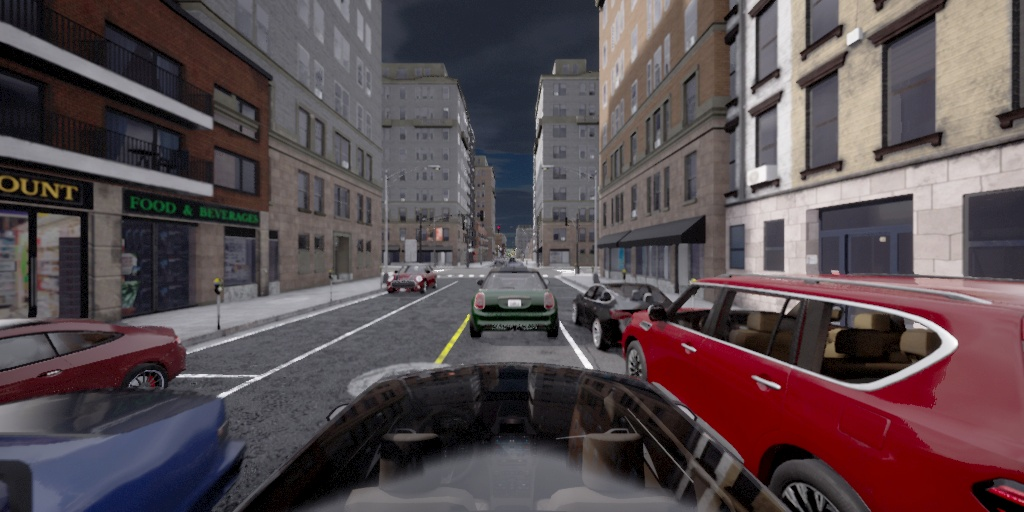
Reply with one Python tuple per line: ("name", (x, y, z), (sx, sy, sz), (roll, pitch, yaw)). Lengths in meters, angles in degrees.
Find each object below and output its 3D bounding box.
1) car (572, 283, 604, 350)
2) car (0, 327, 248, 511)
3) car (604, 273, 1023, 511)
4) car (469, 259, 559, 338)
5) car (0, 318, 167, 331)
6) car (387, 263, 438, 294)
("car", (2.638, 1.295, 8.780), (1.948, 1.339, 4.313), (0, 0, 0))
("car", (-2.851, 1.302, 0.209), (2.033, 1.411, 5.357), (0, 0, 0))
("car", (2.635, 1.060, 3.327), (2.192, 1.841, 5.009), (0, 0, 0))
("car", (0.036, 1.078, 10.204), (2.097, 1.767, 4.553), (0, 0, -1))
("car", (-5.389, 1.327, 3.332), (1.802, 1.307, 4.207), (0, 0, 0))
("car", (-5.385, 1.143, 19.692), (1.967, 1.591, 4.097), (0, 0, 0))
